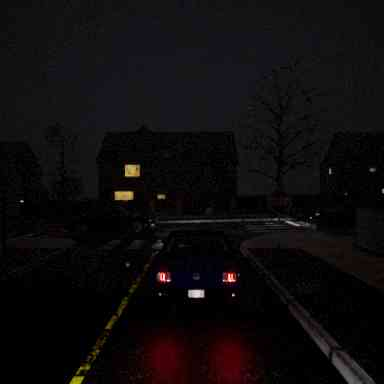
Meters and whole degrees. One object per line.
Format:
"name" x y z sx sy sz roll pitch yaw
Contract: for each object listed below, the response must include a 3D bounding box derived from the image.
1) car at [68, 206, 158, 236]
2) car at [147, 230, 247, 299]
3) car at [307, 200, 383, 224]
"car" -4.411 1.565 18.695 4.892 1.490 1.837 -3 0 0
"car" 0.151 1.601 8.392 1.895 1.301 4.718 0 0 2
"car" 10.383 1.236 21.626 5.357 1.411 2.033 -1 1 0
